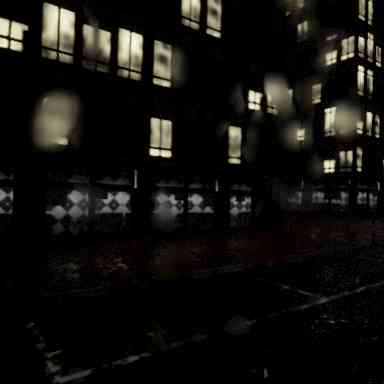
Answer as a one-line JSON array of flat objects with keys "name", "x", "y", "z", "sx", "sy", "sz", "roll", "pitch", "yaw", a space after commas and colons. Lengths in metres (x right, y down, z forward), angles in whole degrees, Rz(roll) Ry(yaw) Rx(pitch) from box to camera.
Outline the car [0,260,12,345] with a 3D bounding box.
[{"name": "car", "x": -4.579, "y": 1.293, "z": 3.271, "sx": 5.009, "sy": 1.841, "sz": 2.192, "roll": 1, "pitch": 1, "yaw": -35}]
